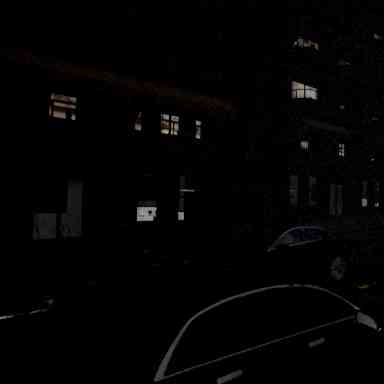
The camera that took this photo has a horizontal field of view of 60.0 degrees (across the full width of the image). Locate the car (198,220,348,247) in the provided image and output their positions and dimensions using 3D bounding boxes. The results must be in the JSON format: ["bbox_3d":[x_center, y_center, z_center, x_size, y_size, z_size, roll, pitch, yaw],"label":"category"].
[{"bbox_3d":[1.984,1.495,8.198,4.902,1.511,2.128,0,0,-36],"label":"car"}]

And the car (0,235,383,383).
[{"bbox_3d":[0.523,1.505,3.529,4.892,1.490,1.837,0,0,-36],"label":"car"}]
